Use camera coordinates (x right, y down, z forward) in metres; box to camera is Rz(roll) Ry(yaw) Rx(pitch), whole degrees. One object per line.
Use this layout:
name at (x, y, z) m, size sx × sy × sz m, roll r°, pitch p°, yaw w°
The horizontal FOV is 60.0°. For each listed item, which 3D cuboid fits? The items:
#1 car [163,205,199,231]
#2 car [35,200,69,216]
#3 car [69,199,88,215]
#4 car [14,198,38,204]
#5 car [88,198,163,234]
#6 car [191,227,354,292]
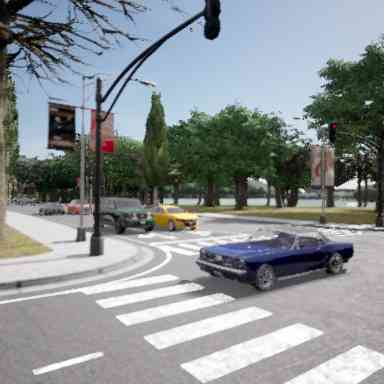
car at (-1.516, 1.686, 22.641) m, size 1.882 × 1.535 × 5.008 m, roll 1°, pitch -1°, yaw -36°
car at (-15.118, 1.826, 35.898) m, size 1.994 × 1.385 × 4.181 m, roll 1°, pitch -1°, yaw -36°
car at (-12.682, 1.662, 38.081) m, size 2.097 × 1.767 × 4.553 m, roll 1°, pitch -1°, yaw -36°
car at (-24.144, 1.546, 48.532) m, size 1.994 × 1.385 × 4.181 m, roll 1°, pitch -1°, yaw -36°
car at (-4.380, 1.387, 21.057) m, size 2.150 × 2.045 × 5.566 m, roll 1°, pitch -1°, yaw -36°
car at (2.436, 1.681, 9.286) m, size 4.718 × 1.301 × 1.895 m, roll 1°, pitch 0°, yaw -35°
